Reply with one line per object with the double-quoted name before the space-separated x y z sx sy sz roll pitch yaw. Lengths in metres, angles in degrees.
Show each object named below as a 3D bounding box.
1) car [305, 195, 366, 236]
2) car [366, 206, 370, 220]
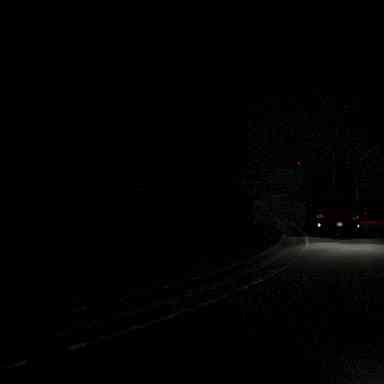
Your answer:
"car" 7.799 1.221 18.991 2.150 2.045 5.566 0 0 12
"car" 13.287 1.491 27.889 2.128 1.511 4.902 0 0 11
